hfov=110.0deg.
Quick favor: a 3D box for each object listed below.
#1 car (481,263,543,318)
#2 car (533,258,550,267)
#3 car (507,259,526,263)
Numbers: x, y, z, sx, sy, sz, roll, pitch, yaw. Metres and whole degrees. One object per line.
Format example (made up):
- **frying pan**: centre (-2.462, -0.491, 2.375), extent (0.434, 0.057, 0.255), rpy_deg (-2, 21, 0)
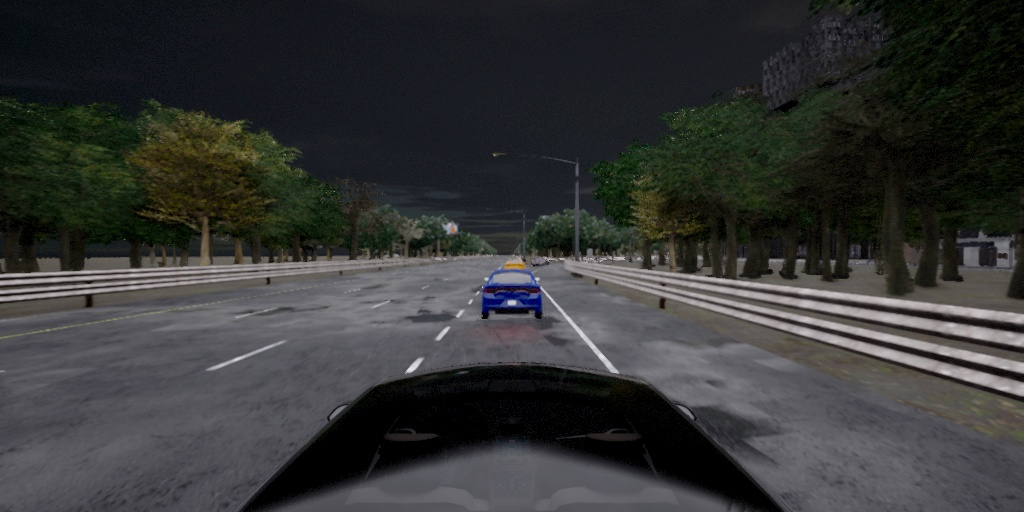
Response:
- **car**: centre (-0.002, 1.189, 12.788), extent (1.882, 1.535, 5.008), rpy_deg (0, 0, 0)
- **car**: centre (4.673, 1.018, 56.768), extent (2.033, 1.411, 5.357), rpy_deg (0, 0, 19)
- **car**: centre (0.398, 1.055, 36.190), extent (1.882, 1.535, 5.008), rpy_deg (0, 0, 5)
